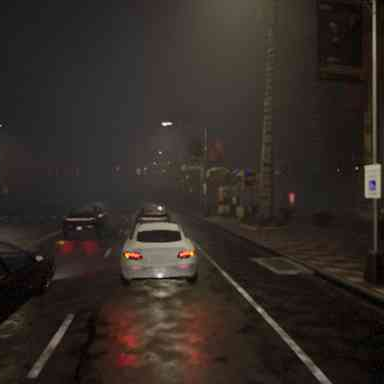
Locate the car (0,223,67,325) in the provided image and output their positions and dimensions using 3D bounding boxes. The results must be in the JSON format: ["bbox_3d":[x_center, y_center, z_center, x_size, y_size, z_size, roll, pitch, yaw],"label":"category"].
[{"bbox_3d":[-3.895,1.553,5.604,2.033,1.411,5.357,0,0,-7],"label":"car"}]

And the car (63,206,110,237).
[{"bbox_3d":[-5.628,1.497,18.039,2.128,1.511,4.902,0,0,-8],"label":"car"}]

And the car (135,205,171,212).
[{"bbox_3d":[-2.152,1.490,18.469,2.128,1.511,4.902,0,0,-8],"label":"car"}]

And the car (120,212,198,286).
[{"bbox_3d":[-0.951,1.524,9.389,1.812,1.442,4.674,0,0,-7],"label":"car"}]
